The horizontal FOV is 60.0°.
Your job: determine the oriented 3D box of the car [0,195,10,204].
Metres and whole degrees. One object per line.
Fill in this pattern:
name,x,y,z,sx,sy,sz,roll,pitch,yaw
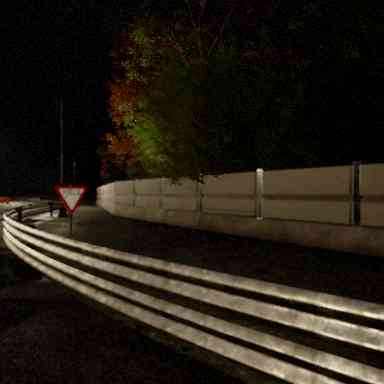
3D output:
car,-36.965,1.387,65.102,2.097,1.767,4.553,0,0,-29
